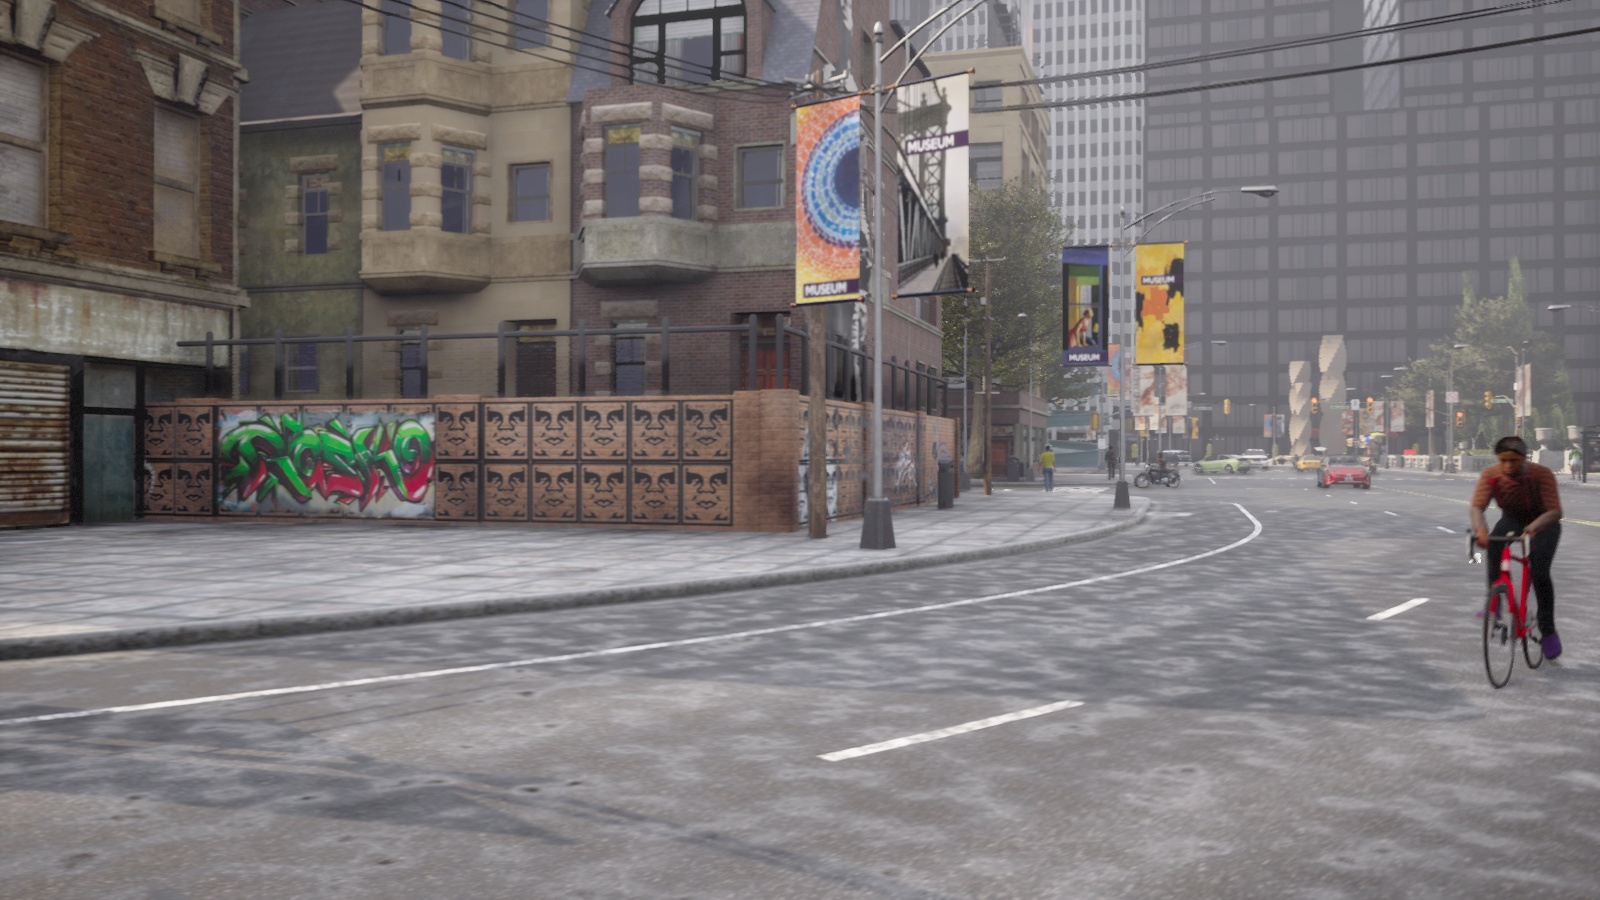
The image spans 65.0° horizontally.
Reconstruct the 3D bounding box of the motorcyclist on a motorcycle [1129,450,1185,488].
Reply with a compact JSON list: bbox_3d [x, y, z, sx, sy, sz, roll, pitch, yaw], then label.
[{"bbox_3d":[15.588,0.825,54.850,2.350,1.649,0.766,0,-1,-21],"label":"motorcyclist on a motorcycle"}]

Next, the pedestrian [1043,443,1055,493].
[{"bbox_3d":[9.238,0.672,46.570,0.354,1.836,0.706,0,0,18],"label":"pedestrian"}]

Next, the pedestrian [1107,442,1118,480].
[{"bbox_3d":[16.251,0.562,65.245,0.395,1.930,0.692,0,0,25],"label":"pedestrian"}]

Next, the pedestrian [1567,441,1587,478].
[{"bbox_3d":[41.886,0.503,67.697,0.659,1.952,0.873,0,0,9],"label":"pedestrian"}]

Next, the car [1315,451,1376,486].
[{"bbox_3d":[24.291,0.803,56.056,2.007,1.525,4.514,0,0,17],"label":"car"}]

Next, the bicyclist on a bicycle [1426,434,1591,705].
[{"bbox_3d":[4.716,0.712,8.307,0.582,1.620,1.656,-1,0,42],"label":"bicyclist on a bicycle"}]
